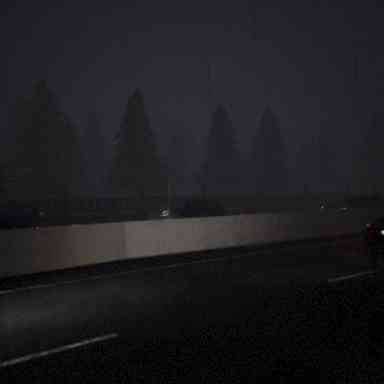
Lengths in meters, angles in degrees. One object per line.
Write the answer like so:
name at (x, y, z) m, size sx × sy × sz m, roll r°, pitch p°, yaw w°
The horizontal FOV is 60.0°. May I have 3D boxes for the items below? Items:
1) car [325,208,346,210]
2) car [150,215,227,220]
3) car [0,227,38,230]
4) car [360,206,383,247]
car at (10.313, 1.026, 21.253) m, size 4.553 × 1.767 × 2.097 m, roll -1°, pitch 1°, yaw -24°
car at (-0.209, 1.151, 19.957) m, size 4.553 × 1.767 × 2.097 m, roll -1°, pitch 1°, yaw -29°
car at (-10.415, 1.281, 17.808) m, size 4.553 × 1.767 × 2.097 m, roll -1°, pitch 1°, yaw -34°
car at (8.485, 1.348, 12.452) m, size 4.181 × 1.385 × 1.994 m, roll -1°, pitch 1°, yaw -27°
